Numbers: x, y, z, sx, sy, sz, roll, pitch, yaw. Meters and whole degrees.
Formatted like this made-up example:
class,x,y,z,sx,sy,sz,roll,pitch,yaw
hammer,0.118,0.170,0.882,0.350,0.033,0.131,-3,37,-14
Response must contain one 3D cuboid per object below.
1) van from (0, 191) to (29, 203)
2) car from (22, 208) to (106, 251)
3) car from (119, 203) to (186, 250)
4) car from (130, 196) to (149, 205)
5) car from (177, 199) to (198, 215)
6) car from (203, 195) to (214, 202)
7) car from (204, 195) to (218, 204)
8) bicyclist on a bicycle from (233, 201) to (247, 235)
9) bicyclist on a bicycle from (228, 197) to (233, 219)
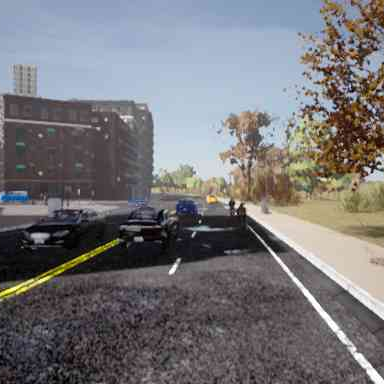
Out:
class,x,y,z,sx,sy,sz,roll,pitch,yaw
van,-27.497,0.791,51.658,3.998,1.788,1.690,1,-1,-27
car,-5.167,1.464,14.102,2.128,1.511,4.902,0,0,5
car,-1.700,1.462,14.303,2.128,1.511,4.902,0,0,5
car,-6.622,1.307,42.329,1.882,1.535,5.008,0,0,-1
car,-0.482,1.407,32.541,1.882,1.535,5.008,0,0,3
car,3.664,1.343,74.148,2.128,1.511,4.902,0,0,-1
car,3.712,1.330,61.765,1.882,1.535,5.008,0,0,1
bicyclist on a bicycle,2.601,1.416,17.419,0.582,1.620,1.656,0,0,4
bicyclist on a bicycle,3.272,1.311,27.311,0.659,1.776,1.843,0,0,4
